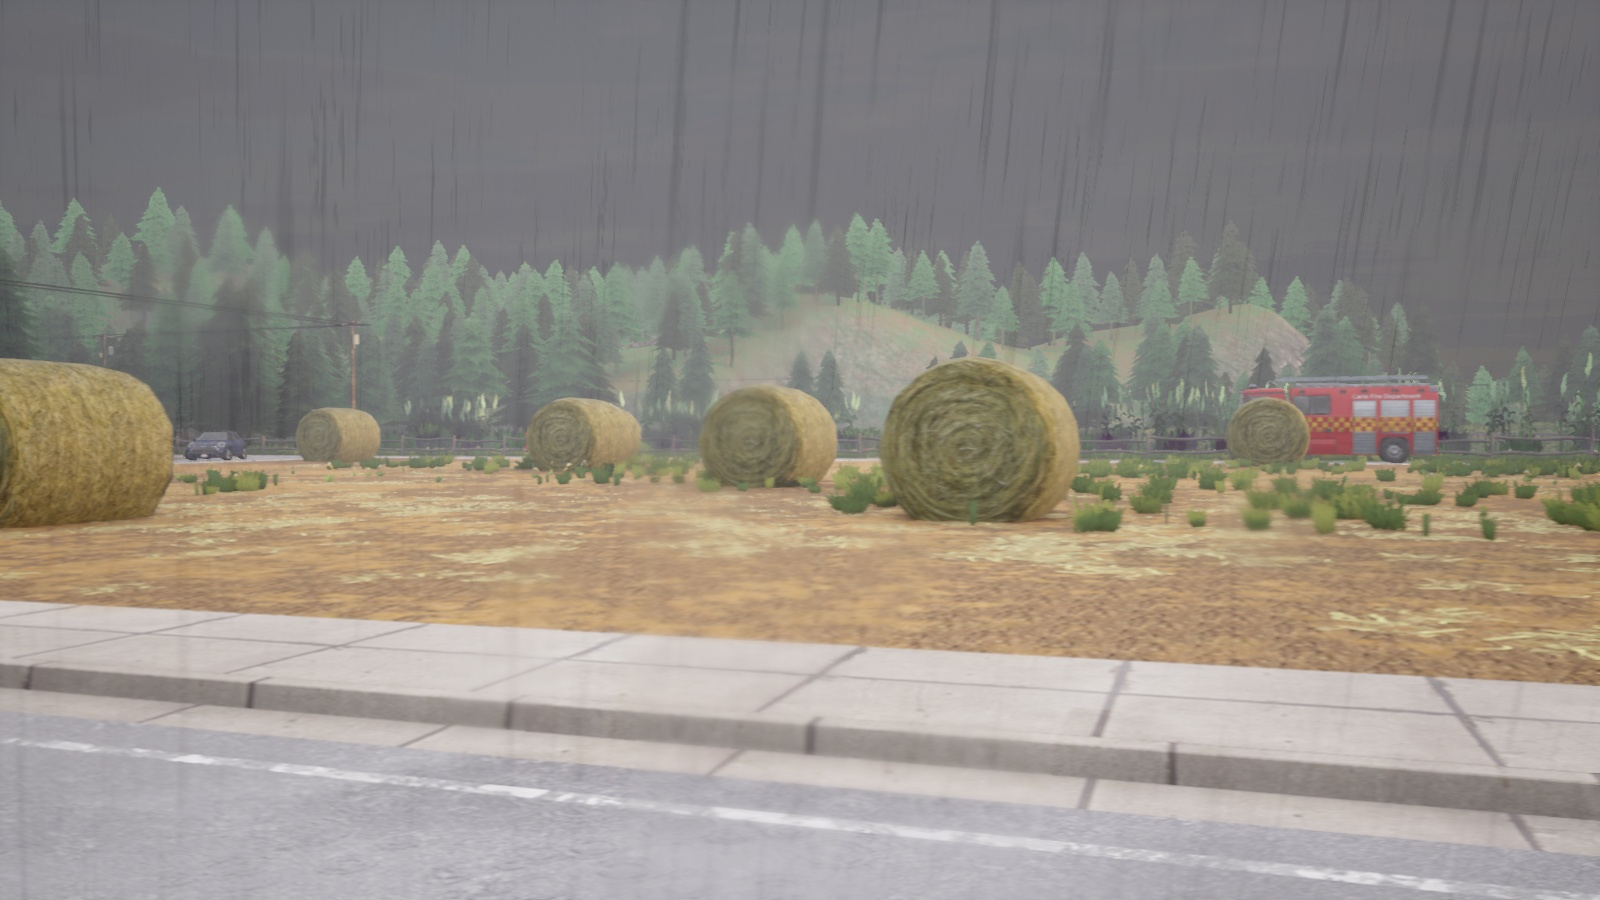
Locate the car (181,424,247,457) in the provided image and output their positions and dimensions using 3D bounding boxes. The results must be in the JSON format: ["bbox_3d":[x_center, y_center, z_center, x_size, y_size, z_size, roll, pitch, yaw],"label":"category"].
[{"bbox_3d":[-32.754,-0.551,70.311,2.097,1.767,4.553,0,1,-8],"label":"car"}]

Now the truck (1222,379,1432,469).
[{"bbox_3d":[23.581,-1.158,56.531,8.468,3.827,2.891,1,1,22],"label":"truck"}]
